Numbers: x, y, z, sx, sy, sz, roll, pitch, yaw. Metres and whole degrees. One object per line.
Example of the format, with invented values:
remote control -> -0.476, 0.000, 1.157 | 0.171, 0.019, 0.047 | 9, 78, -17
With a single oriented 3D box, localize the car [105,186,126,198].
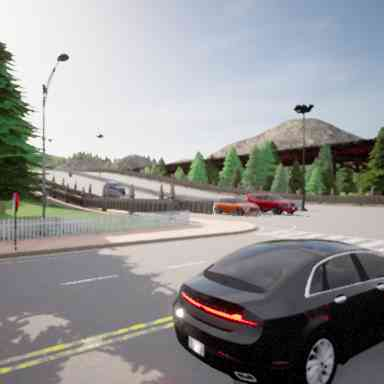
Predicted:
car -> -12.664, 0.388, 53.968 | 1.837, 1.490, 4.892 | 0, 6, -37

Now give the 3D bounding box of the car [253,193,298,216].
car -> 7.687, 1.164, 32.865 | 2.150, 2.045, 5.566 | 0, 0, -37

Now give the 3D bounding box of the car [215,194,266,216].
car -> 4.280, 1.304, 31.452 | 2.097, 1.767, 4.553 | 0, 0, -36

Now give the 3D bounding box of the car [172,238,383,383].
car -> 2.023, 1.495, 5.188 | 4.892, 1.490, 1.837 | 0, 0, -35

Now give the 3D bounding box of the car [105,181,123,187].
car -> -14.409, -0.766, 62.218 | 2.150, 2.045, 5.566 | 0, 7, -37

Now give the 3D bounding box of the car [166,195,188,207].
car -> -1.904, 1.266, 45.491 | 1.837, 1.490, 4.892 | 0, 2, -37
